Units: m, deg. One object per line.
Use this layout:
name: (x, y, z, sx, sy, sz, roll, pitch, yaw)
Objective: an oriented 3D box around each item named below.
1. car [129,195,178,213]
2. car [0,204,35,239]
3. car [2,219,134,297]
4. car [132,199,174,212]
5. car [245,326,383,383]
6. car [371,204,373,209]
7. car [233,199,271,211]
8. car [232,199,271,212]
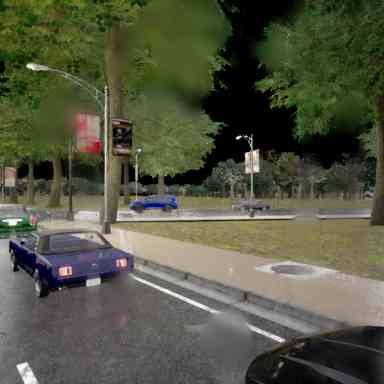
car: (-4.363, 1.352, 38.212, 5.566, 2.045, 2.150, 0, 0, -14)
car: (-8.915, 1.352, 15.824, 2.097, 1.767, 4.553, 0, 0, -38)
car: (-3.420, 1.601, 8.710, 1.895, 1.301, 4.718, 0, 0, -38)
car: (-4.880, 1.623, 41.432, 4.902, 1.511, 2.128, 0, 0, -14)
car: (2.357, 1.478, 1.241, 1.882, 1.535, 5.008, 0, 0, -38)
car: (27.218, 1.857, 46.239, 4.674, 1.442, 1.812, 1, 0, -14)
car: (8.054, 1.733, 44.750, 4.674, 1.442, 1.812, 0, 0, -15)
car: (7.394, 1.690, 41.228, 4.902, 1.511, 2.128, 0, 0, -14)
